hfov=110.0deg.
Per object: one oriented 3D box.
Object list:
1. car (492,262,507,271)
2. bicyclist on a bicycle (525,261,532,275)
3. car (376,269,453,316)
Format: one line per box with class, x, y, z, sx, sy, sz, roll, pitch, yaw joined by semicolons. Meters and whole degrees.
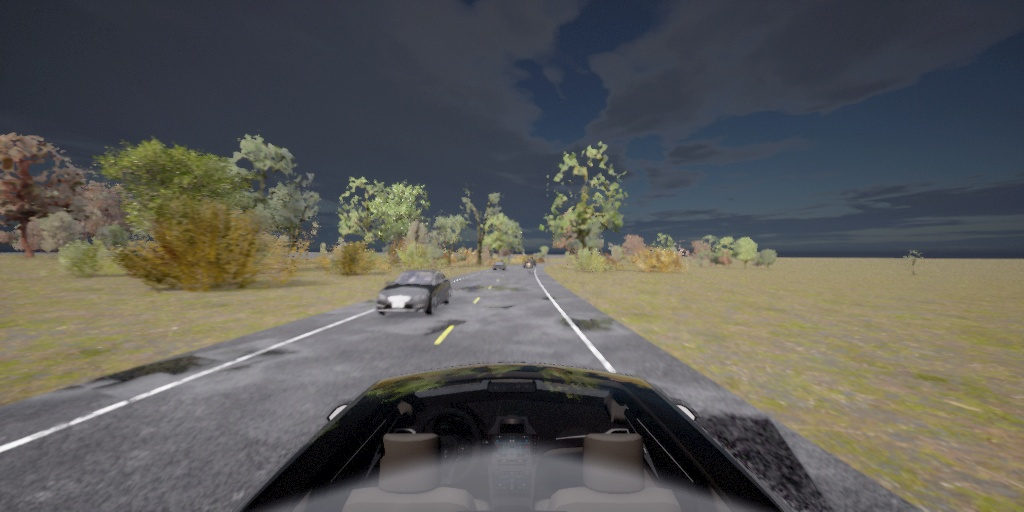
car;-1.842;1.565;54.177;2.033;1.411;5.357;0;0;4
bicyclist on a bicycle;1.953;1.380;41.742;0.866;1.612;1.509;0;-1;3
car;-3.497;1.270;13.607;2.128;1.511;4.902;0;0;1
